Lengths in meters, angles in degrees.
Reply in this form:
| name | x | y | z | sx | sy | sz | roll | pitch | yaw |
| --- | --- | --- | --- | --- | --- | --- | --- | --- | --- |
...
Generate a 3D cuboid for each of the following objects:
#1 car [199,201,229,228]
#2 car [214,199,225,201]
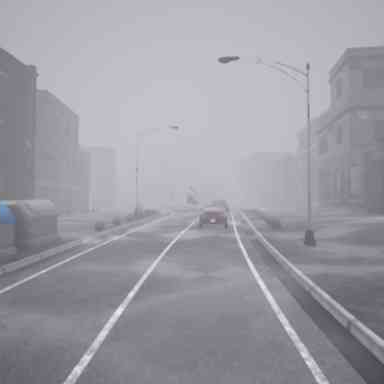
| name | x | y | z | sx | sy | sz | roll | pitch | yaw |
| --- | --- | --- | --- | --- | --- | --- | --- | --- | --- |
| car | 1.497 | 1.564 | 22.575 | 1.812 | 1.442 | 4.674 | 0 | 0 | 6 |
| car | 3.315 | 1.693 | 39.809 | 2.097 | 1.767 | 4.553 | 0 | -2 | 6 |
